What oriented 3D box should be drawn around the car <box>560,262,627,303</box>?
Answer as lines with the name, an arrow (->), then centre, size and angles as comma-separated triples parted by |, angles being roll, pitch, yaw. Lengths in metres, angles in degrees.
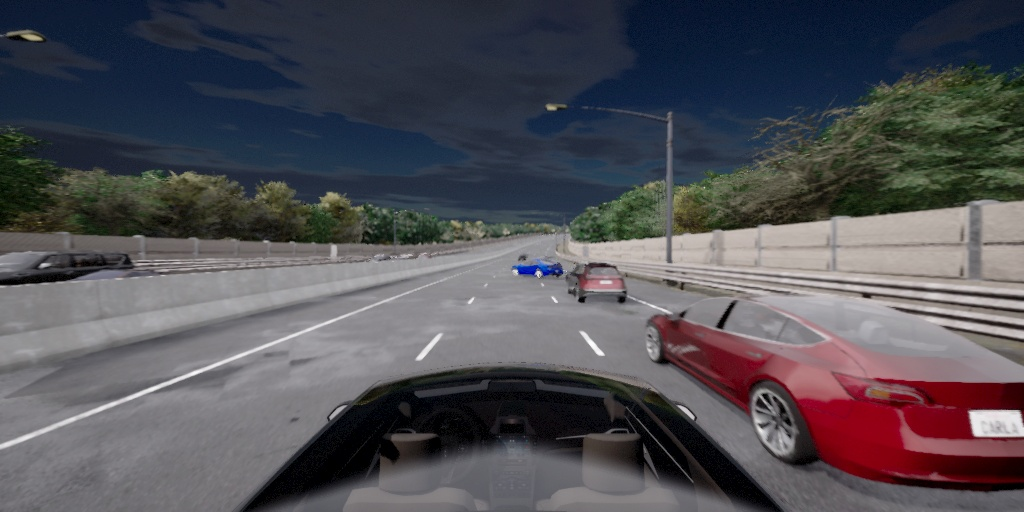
car -> 3.567, 1.043, 15.788 | 2.033, 1.649, 4.856 | 0, 0, 1

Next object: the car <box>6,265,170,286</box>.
car -> -14.037, 1.161, 12.802 | 1.994, 1.385, 4.181 | 0, 1, 1

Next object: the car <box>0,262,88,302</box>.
car -> -21.019, 1.067, 14.541 | 1.837, 1.490, 4.892 | 0, 0, 1

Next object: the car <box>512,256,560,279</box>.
car -> 1.948, 0.976, 29.122 | 1.882, 1.535, 5.008 | 0, 0, -36

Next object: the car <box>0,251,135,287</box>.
car -> -17.535, 0.805, 13.481 | 2.150, 2.045, 5.566 | 0, 0, 1

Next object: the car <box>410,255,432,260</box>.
car -> -12.986, 0.646, 52.992 | 1.882, 1.535, 5.008 | 0, 1, 3

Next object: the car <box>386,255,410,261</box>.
car -> -16.477, 0.755, 53.149 | 1.895, 1.301, 4.718 | 0, 1, 3

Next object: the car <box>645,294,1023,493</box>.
car -> 3.498, 1.226, 4.922 | 2.163, 1.488, 4.792 | 0, 1, 0

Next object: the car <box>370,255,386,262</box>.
car -> -19.912, 0.609, 54.696 | 2.128, 1.511, 4.902 | 0, 1, 3

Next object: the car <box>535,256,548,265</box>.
car -> 4.855, 0.732, 59.370 | 1.895, 1.301, 4.718 | 0, 1, 3
